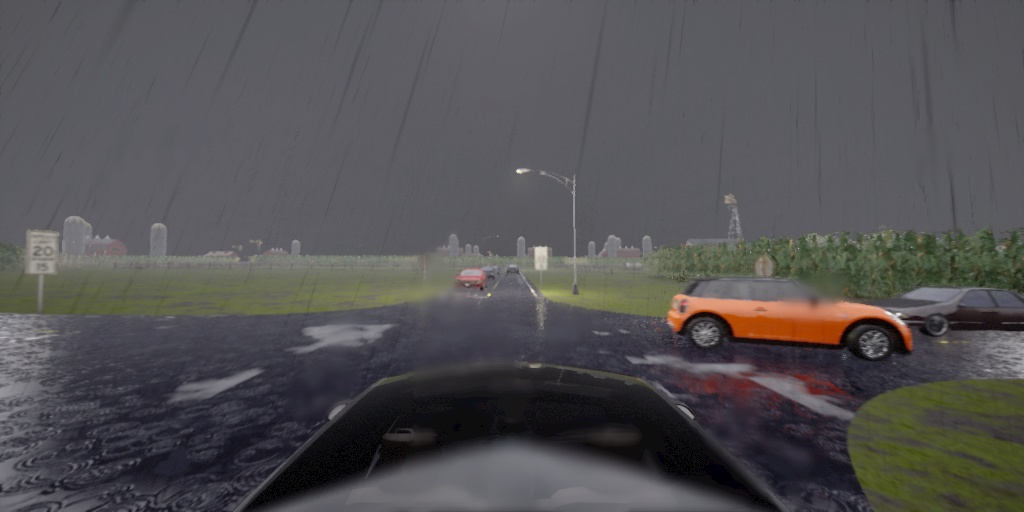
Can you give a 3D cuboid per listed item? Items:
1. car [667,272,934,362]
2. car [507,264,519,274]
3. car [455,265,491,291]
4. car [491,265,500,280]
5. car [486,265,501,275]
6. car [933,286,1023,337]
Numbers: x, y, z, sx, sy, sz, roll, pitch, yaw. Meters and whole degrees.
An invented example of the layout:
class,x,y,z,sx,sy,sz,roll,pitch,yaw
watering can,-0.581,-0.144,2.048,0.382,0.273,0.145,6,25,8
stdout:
class,x,y,z,sx,sy,sz,roll,pitch,yaw
car,6.265,1.292,8.654,4.553,1.767,2.097,0,-2,18
car,0.143,2.050,55.586,1.882,1.535,5.008,0,-1,0
car,-2.826,1.608,25.691,1.882,1.535,5.008,0,0,0
car,-2.808,1.906,40.863,2.033,1.411,5.357,0,-1,0
car,-2.762,2.101,54.182,2.033,1.411,5.357,0,-1,1
car,13.650,1.639,10.978,5.357,1.411,2.033,1,-2,1
